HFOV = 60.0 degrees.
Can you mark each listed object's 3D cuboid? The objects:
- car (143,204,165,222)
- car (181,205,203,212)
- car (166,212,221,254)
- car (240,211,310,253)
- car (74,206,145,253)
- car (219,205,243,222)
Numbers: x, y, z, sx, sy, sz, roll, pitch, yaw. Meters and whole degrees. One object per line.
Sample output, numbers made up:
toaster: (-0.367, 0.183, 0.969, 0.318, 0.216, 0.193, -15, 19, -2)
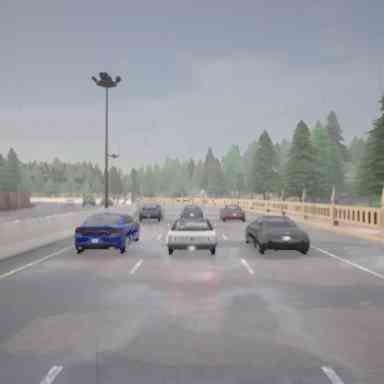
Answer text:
car: (-3.504, 1.769, 29.296, 2.128, 1.511, 4.902, 0, 0, 0)
car: (-0.004, 1.841, 29.299, 1.994, 1.385, 4.181, 0, 0, 0)
car: (0.001, 1.735, 14.106, 1.895, 1.301, 4.718, 0, 0, 0)
car: (3.503, 1.700, 14.300, 1.994, 1.385, 4.181, 0, 0, 0)
car: (-3.495, 1.615, 14.476, 1.882, 1.535, 5.008, 0, 0, 0)
car: (3.497, 1.841, 29.316, 1.994, 1.385, 4.181, 0, 0, 0)
